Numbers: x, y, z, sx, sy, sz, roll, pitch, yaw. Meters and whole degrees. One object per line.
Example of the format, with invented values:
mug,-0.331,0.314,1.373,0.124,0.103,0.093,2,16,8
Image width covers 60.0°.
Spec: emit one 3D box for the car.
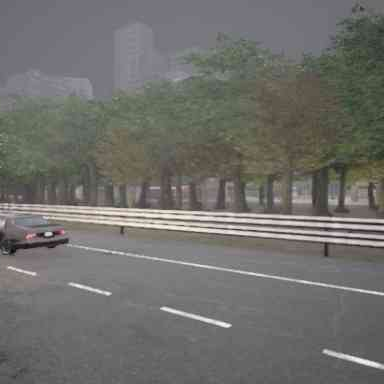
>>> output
car,-7.138,1.549,13.273,5.357,1.411,2.033,0,0,36
